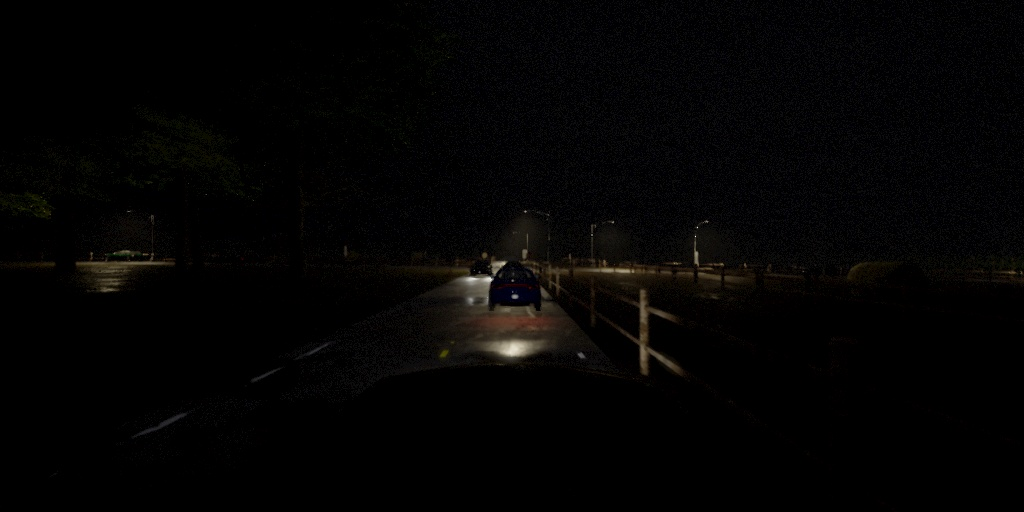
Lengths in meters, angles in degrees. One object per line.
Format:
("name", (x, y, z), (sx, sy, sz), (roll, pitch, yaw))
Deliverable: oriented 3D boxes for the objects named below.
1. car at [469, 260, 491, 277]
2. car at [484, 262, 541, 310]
("car", (-2.799, 1.155, 33.470), (1.837, 1.490, 4.892), (0, 0, 0))
("car", (0.104, 1.194, 14.511), (1.882, 1.535, 5.008), (0, 0, 0))
